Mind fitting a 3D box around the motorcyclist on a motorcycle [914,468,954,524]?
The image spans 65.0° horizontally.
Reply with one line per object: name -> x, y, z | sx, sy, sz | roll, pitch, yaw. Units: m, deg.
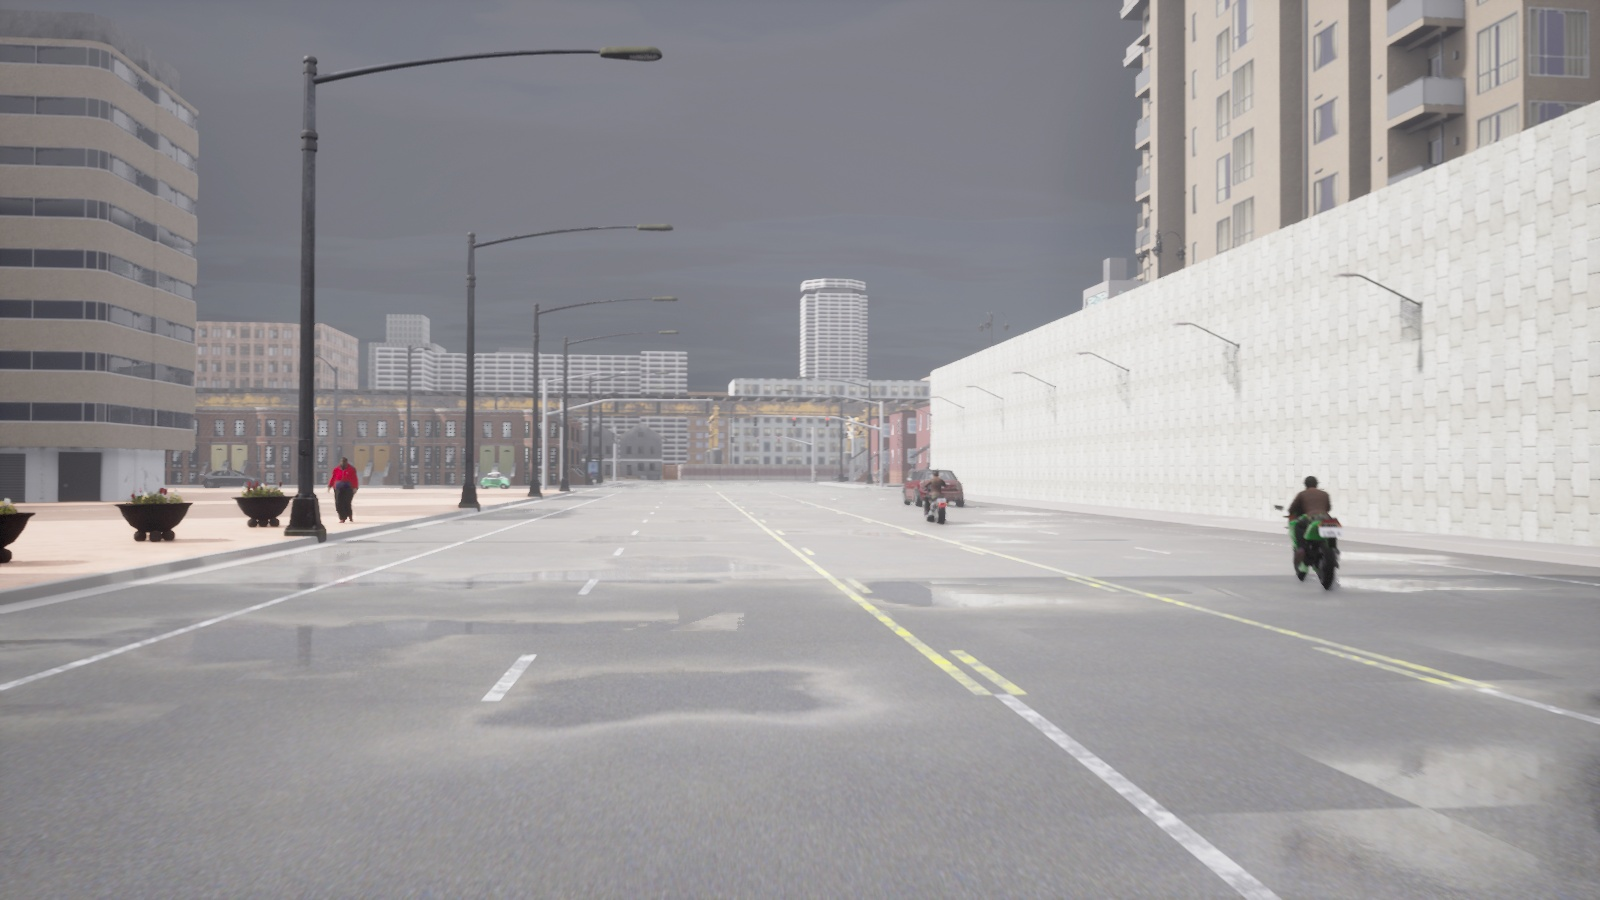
motorcyclist on a motorcycle -> 4.057, 1.387, 38.215 | 0.766, 1.649, 2.350 | 0, -1, -5

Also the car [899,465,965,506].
car -> 5.918, 1.597, 56.737 | 2.097, 1.767, 4.553 | 0, -1, -5

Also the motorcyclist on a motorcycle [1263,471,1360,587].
motorcyclist on a motorcycle -> 7.125, 1.059, 17.578 | 0.797, 1.523, 2.044 | 0, -1, 9

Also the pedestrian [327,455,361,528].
pedestrian -> -11.805, 1.067, 32.539 | 0.634, 1.844, 0.899 | 0, -1, -7
